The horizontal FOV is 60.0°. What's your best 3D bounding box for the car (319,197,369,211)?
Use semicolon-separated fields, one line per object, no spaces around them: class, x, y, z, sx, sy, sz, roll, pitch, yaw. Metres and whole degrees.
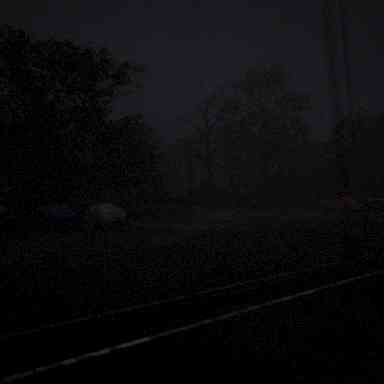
car;17.306;1.361;38.826;2.097;1.535;5.008;0;0;-35

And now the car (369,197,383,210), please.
car;21.836;1.366;42.064;2.097;1.535;5.008;0;0;-35

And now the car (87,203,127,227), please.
car;-5.905;1.470;22.314;2.002;1.452;4.674;0;0;-35

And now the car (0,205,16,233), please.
car;-11.136;1.448;18.588;2.231;1.521;4.892;0;0;-35

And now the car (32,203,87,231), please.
car;-8.475;1.438;20.495;2.097;1.535;5.008;0;0;-35
